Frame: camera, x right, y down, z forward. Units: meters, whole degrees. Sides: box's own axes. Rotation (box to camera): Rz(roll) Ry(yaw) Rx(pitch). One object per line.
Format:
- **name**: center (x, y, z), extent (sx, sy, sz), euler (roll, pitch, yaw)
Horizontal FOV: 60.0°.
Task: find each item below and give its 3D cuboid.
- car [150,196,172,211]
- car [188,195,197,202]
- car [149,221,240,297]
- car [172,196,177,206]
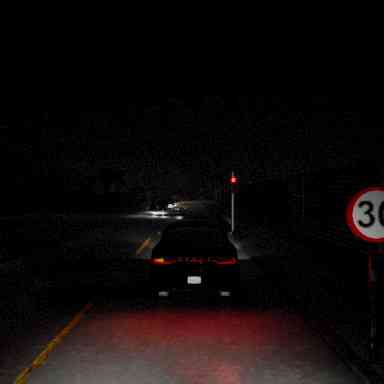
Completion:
- **car**: center (-4.023, 1.491, 41.178), extent (2.128, 1.511, 4.902), euler (0, 0, 0)
- **car**: center (0.135, 1.339, 71.405), extent (1.812, 1.442, 4.674), euler (0, 0, 0)
- **car**: center (0.068, 1.478, 8.629), extent (1.882, 1.535, 5.008), euler (0, 0, 1)
- **car**: center (-3.985, 1.563, 54.958), extent (1.994, 1.385, 4.181), euler (0, 0, 0)
